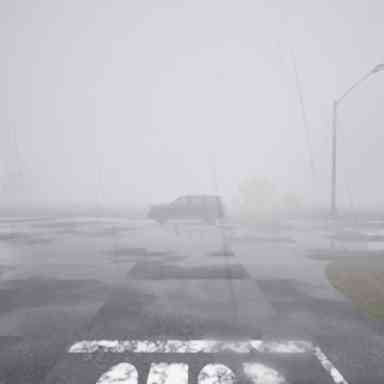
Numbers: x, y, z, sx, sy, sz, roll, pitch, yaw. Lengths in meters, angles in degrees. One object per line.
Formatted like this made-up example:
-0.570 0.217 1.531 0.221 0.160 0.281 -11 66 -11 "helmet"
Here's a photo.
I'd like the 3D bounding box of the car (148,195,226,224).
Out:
-0.336 1.242 23.819 5.566 2.045 2.150 1 0 1 "car"
